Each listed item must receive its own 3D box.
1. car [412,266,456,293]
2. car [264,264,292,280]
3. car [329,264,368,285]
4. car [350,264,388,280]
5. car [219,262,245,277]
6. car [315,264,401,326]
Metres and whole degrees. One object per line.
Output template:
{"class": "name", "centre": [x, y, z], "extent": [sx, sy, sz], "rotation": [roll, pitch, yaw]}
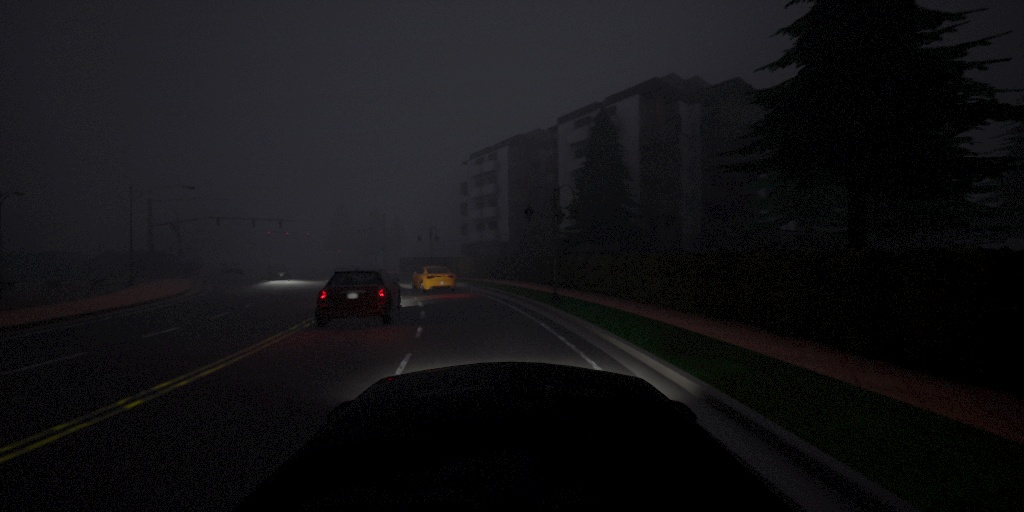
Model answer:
{"class": "car", "centre": [-4.864, 1.333, 21.949], "extent": [1.882, 1.535, 5.008], "rotation": [0, 0, -24]}
{"class": "car", "centre": [-23.366, 1.565, 35.747], "extent": [2.128, 1.511, 4.902], "rotation": [0, 0, -40]}
{"class": "car", "centre": [-13.441, 1.437, 29.303], "extent": [1.882, 1.535, 5.008], "rotation": [0, 0, -36]}
{"class": "car", "centre": [-14.521, 1.537, 36.263], "extent": [2.033, 1.411, 5.357], "rotation": [0, 0, -40]}
{"class": "car", "centre": [-28.106, 1.273, 35.922], "extent": [2.033, 1.411, 5.357], "rotation": [0, 0, -41]}
{"class": "car", "centre": [-5.075, 1.182, 12.402], "extent": [2.097, 1.767, 4.553], "rotation": [-1, 0, -13]}
